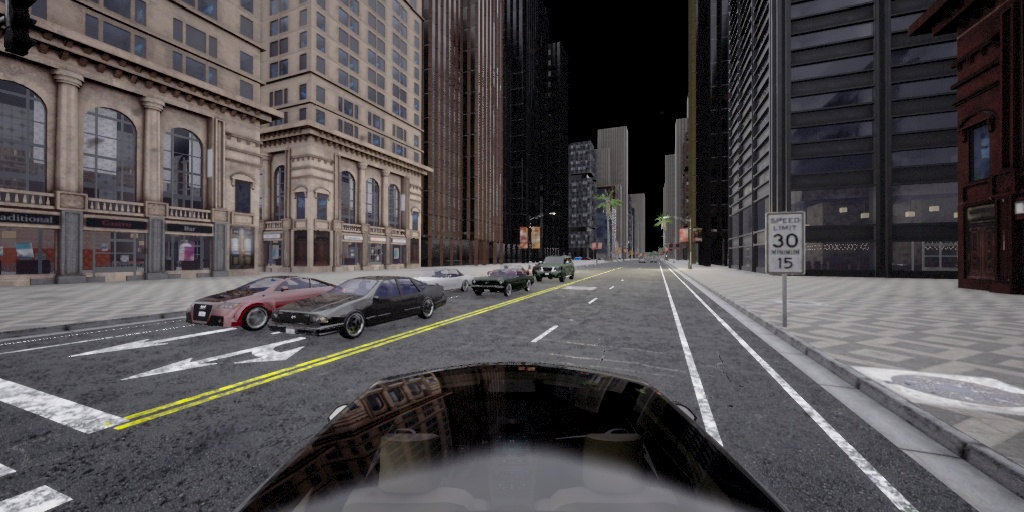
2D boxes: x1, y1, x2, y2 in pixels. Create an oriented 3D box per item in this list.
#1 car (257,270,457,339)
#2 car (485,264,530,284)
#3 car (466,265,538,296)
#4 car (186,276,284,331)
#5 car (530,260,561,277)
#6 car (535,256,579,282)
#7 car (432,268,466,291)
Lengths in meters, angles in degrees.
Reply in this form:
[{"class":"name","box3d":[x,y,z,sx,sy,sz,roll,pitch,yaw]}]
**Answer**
[{"class":"car","box3d":[-3.986,1.299,10.525,2.033,1.411,5.357,0,0,22]},{"class":"car","box3d":[-0.224,1.363,28.459,1.895,1.301,4.718,0,0,22]},{"class":"car","box3d":[-0.384,1.357,19.412,1.895,1.301,4.718,0,0,22]},{"class":"car","box3d":[-7.254,1.315,11.106,1.994,1.385,4.181,0,0,22]},{"class":"car","box3d":[3.645,1.250,37.903,1.882,1.535,5.008,0,0,23]},{"class":"car","box3d":[3.637,0.986,29.324,2.150,2.045,5.566,0,0,22]},{"class":"car","box3d":[-3.967,1.356,19.227,1.895,1.301,4.718,0,0,22]}]
